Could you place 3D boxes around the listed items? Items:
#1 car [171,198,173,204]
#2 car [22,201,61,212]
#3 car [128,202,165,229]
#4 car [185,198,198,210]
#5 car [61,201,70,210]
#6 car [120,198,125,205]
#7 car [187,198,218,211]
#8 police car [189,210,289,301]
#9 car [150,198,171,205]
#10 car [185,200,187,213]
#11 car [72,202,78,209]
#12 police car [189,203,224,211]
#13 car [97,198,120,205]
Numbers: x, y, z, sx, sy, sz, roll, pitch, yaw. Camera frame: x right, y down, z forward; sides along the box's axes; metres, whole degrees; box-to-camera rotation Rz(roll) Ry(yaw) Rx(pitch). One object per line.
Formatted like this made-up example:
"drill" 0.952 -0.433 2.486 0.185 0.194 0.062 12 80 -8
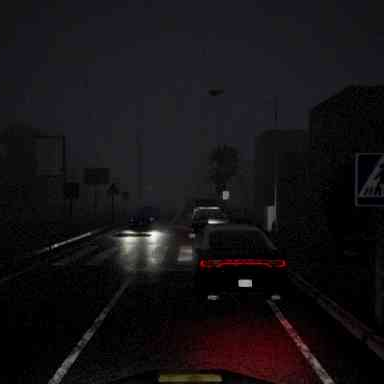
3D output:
"car" -8.927 2.557 91.749 5.566 2.045 2.435 0 -1 0
"car" -21.996 2.132 48.006 4.674 1.452 2.002 0 -1 0
"car" -3.284 1.746 23.905 1.882 1.535 5.008 0 -1 0
"car" -0.044 2.039 59.259 2.150 2.045 5.566 0 -1 0
"car" -21.992 2.145 51.282 4.892 1.521 2.231 0 -1 0
"car" -21.983 2.807 91.752 5.008 1.535 2.097 0 -1 0
"car" 0.940 1.503 24.518 2.150 2.045 5.566 0 -1 0
"police car" 0.956 1.467 8.582 1.930 1.638 5.238 0 -1 0
"car" -8.893 2.754 88.943 4.892 1.521 2.231 0 -1 0
"car" -0.027 2.115 45.824 1.837 1.490 4.892 0 -1 0
"car" -22.001 2.195 54.555 5.008 1.535 2.097 0 -1 0
"police car" 0.943 1.610 18.593 1.930 1.638 5.238 0 -1 0
"car" -21.975 2.699 86.185 5.008 1.535 2.097 0 -1 0
